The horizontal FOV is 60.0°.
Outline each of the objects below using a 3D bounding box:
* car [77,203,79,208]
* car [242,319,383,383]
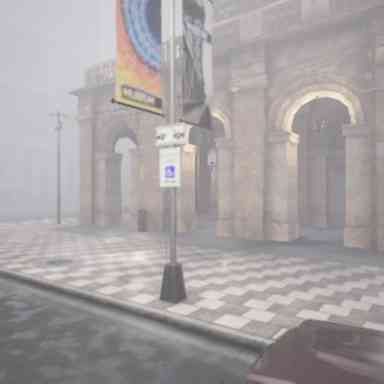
[{"bbox_3d":[-14.470,1.652,47.985,1.994,1.385,4.181,0,0,36],"label":"car"},{"bbox_3d":[2.506,1.593,1.774,4.718,1.301,1.895,0,0,35],"label":"car"}]
